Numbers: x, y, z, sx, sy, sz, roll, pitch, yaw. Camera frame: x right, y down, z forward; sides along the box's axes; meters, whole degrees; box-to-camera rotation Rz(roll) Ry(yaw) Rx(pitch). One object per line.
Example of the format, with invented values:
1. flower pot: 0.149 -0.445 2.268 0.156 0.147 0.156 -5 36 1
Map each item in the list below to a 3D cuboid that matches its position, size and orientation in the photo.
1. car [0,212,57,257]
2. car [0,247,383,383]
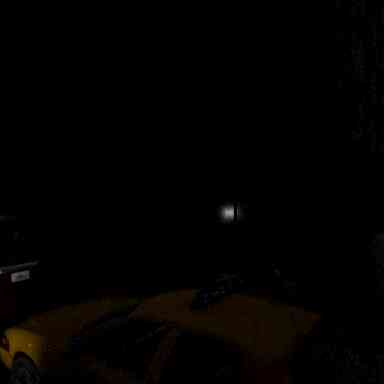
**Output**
1. car: -4.445 1.312 6.247 5.009 1.841 2.192 0 1 36
2. car: -0.038 1.524 3.100 4.829 1.417 1.752 0 1 36
